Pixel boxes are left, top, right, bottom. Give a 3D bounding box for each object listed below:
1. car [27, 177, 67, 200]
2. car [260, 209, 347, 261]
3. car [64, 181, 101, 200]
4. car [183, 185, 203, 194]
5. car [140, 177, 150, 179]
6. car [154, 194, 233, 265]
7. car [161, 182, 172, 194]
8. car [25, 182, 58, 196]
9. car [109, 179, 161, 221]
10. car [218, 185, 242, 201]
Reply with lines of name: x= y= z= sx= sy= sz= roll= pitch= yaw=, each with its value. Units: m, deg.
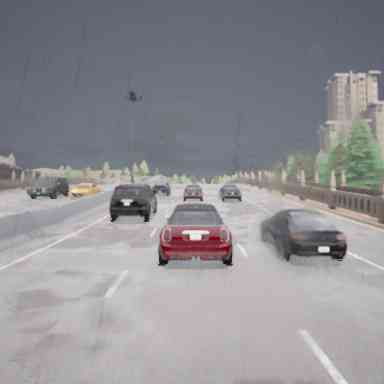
car: x=-14.091 y=-0.390 z=33.268 sx=2.150 sy=2.045 sz=5.566 roll=0 pitch=4 yaw=0
car: x=3.601 y=1.304 z=11.371 sx=1.812 sy=1.442 sz=4.674 roll=0 pitch=2 yaw=0
car: x=-10.591 y=-0.129 z=33.232 sx=1.882 sy=1.535 sz=5.008 roll=0 pitch=4 yaw=0
car: x=0.105 y=0.034 z=31.871 sx=2.033 sy=1.411 sz=5.357 roll=0 pitch=4 yaw=0
car: x=-10.487 y=-2.692 z=75.142 sx=2.097 sy=1.767 sz=4.553 roll=0 pitch=1 yaw=0
car: x=0.101 y=1.142 z=11.079 sx=2.097 sy=1.767 sz=4.553 roll=0 pitch=2 yaw=0
car: x=-3.394 y=-0.417 z=37.909 sx=1.837 sy=1.490 sz=4.892 roll=0 pitch=4 yaw=0
car: x=-17.580 y=-0.437 z=39.067 sx=1.994 sy=1.385 sz=4.181 roll=0 pitch=4 yaw=0
car: x=-3.397 y=0.510 z=20.028 sx=2.150 sy=2.045 sz=5.566 roll=0 pitch=4 yaw=0
car: x=3.611 y=0.031 z=31.915 sx=2.033 sy=1.411 sz=5.357 roll=0 pitch=4 yaw=0
